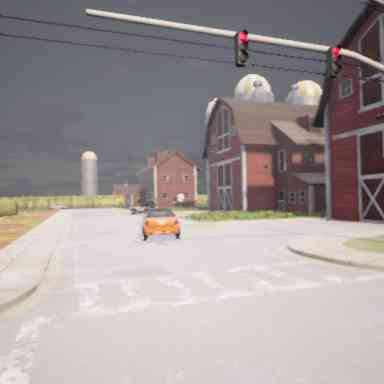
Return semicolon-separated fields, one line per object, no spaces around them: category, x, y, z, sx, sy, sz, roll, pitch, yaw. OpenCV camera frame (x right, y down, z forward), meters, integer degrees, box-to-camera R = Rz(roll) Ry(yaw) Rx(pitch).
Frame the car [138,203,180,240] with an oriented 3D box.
car;-2.006;1.757;20.210;2.097;1.767;4.553;-2;-1;-10

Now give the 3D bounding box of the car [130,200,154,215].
car;-7.033;2.244;48.741;3.866;1.878;1.905;-4;3;28
